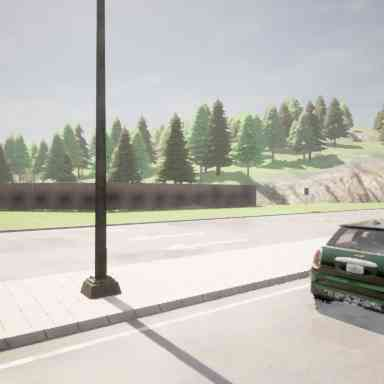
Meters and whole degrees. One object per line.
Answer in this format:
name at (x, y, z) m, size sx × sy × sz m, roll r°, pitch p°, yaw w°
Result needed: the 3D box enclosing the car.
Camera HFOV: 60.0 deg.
car at (4.559, 1.352, 7.003) m, size 4.553 × 1.767 × 2.097 m, roll 0°, pitch 0°, yaw -35°
